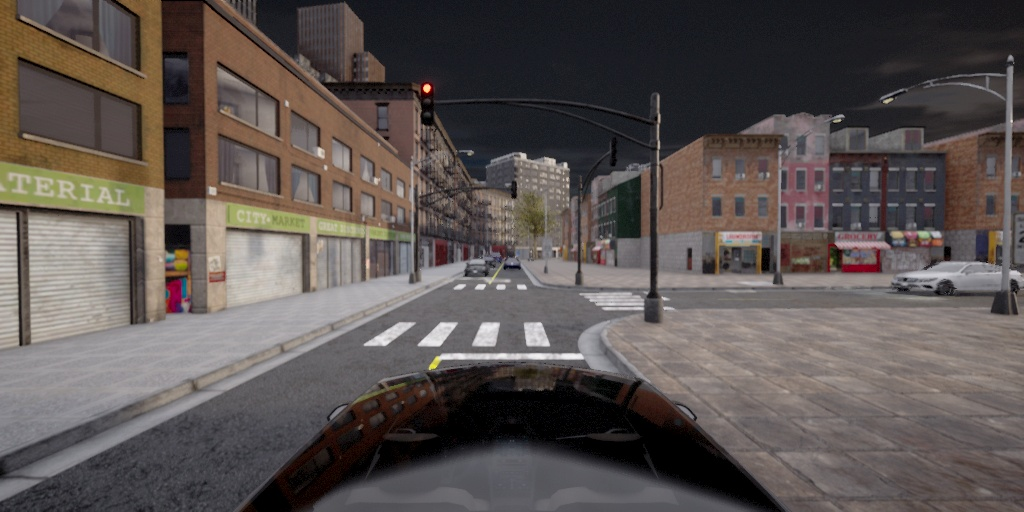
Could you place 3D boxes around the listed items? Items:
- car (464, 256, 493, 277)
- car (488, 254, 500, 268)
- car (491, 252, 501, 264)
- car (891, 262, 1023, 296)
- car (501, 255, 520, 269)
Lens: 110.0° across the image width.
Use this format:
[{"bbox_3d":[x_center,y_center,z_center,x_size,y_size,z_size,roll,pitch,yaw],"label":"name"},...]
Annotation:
[{"bbox_3d":[-2.906,0.932,30.527,1.812,1.442,4.674,0,1,0],"label":"car"},{"bbox_3d":[-2.940,0.788,45.108,2.033,1.411,5.357,0,1,0],"label":"car"},{"bbox_3d":[-2.883,0.327,62.617,2.150,2.045,5.566,0,1,0],"label":"car"},{"bbox_3d":[20.132,0.980,16.258,4.674,1.442,1.812,0,1,0],"label":"car"},{"bbox_3d":[0.009,0.826,43.269,1.994,1.385,4.181,0,1,0],"label":"car"}]
